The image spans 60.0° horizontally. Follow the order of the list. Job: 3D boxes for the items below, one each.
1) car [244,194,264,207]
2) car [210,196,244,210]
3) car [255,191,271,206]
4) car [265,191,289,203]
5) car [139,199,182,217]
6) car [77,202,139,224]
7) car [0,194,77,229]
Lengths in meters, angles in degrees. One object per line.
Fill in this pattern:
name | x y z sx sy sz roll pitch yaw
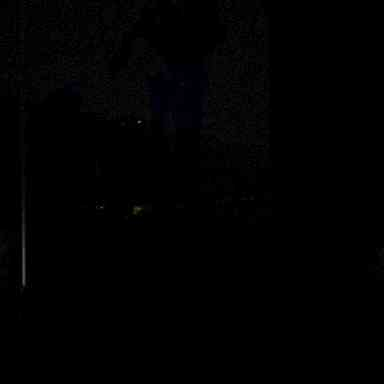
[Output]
car | 6.956 1.244 41.486 1.802 1.307 4.206 0 0 35
car | 3.693 1.141 36.843 1.967 1.590 4.097 0 0 35
car | 10.215 0.940 46.128 2.192 1.841 5.009 -1 0 35
car | 14.540 0.814 56.716 2.150 2.045 5.566 -1 0 35
car | -2.733 1.308 27.696 1.752 1.417 4.829 0 0 35
car | -6.093 1.380 22.914 2.008 1.369 4.403 0 0 35
car | -10.571 1.119 21.146 2.150 2.045 5.566 -1 0 35
